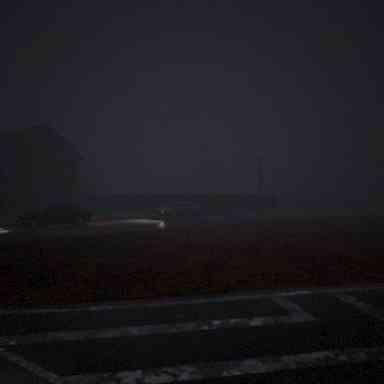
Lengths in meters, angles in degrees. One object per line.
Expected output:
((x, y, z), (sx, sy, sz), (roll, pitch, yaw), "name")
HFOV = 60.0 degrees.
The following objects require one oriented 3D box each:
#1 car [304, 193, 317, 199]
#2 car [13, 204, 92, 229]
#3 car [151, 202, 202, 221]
((30.985, 1.802, 86.146), (2.242, 1.667, 4.611), (-1, 0, 35), "car")
((-9.185, 1.577, 22.205), (4.892, 1.490, 1.837), (0, 0, -38), "car")
((-1.236, 1.591, 28.449), (4.674, 1.442, 1.812), (0, 0, -38), "car")
